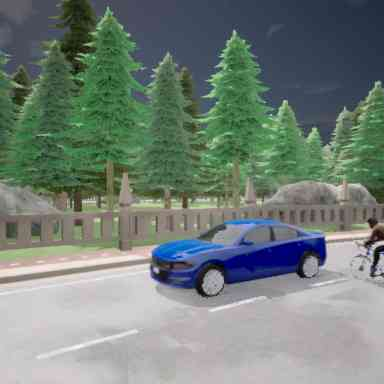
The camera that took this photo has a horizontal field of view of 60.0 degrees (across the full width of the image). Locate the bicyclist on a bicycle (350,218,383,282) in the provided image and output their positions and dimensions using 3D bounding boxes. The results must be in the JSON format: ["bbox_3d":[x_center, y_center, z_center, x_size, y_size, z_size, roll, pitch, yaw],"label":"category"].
[{"bbox_3d":[4.504,1.455,7.966,0.582,1.620,1.656,0,-2,-30],"label":"bicyclist on a bicycle"}]

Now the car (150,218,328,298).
[{"bbox_3d":[1.351,1.478,8.668,5.008,1.535,1.882,0,0,-31],"label":"car"}]
